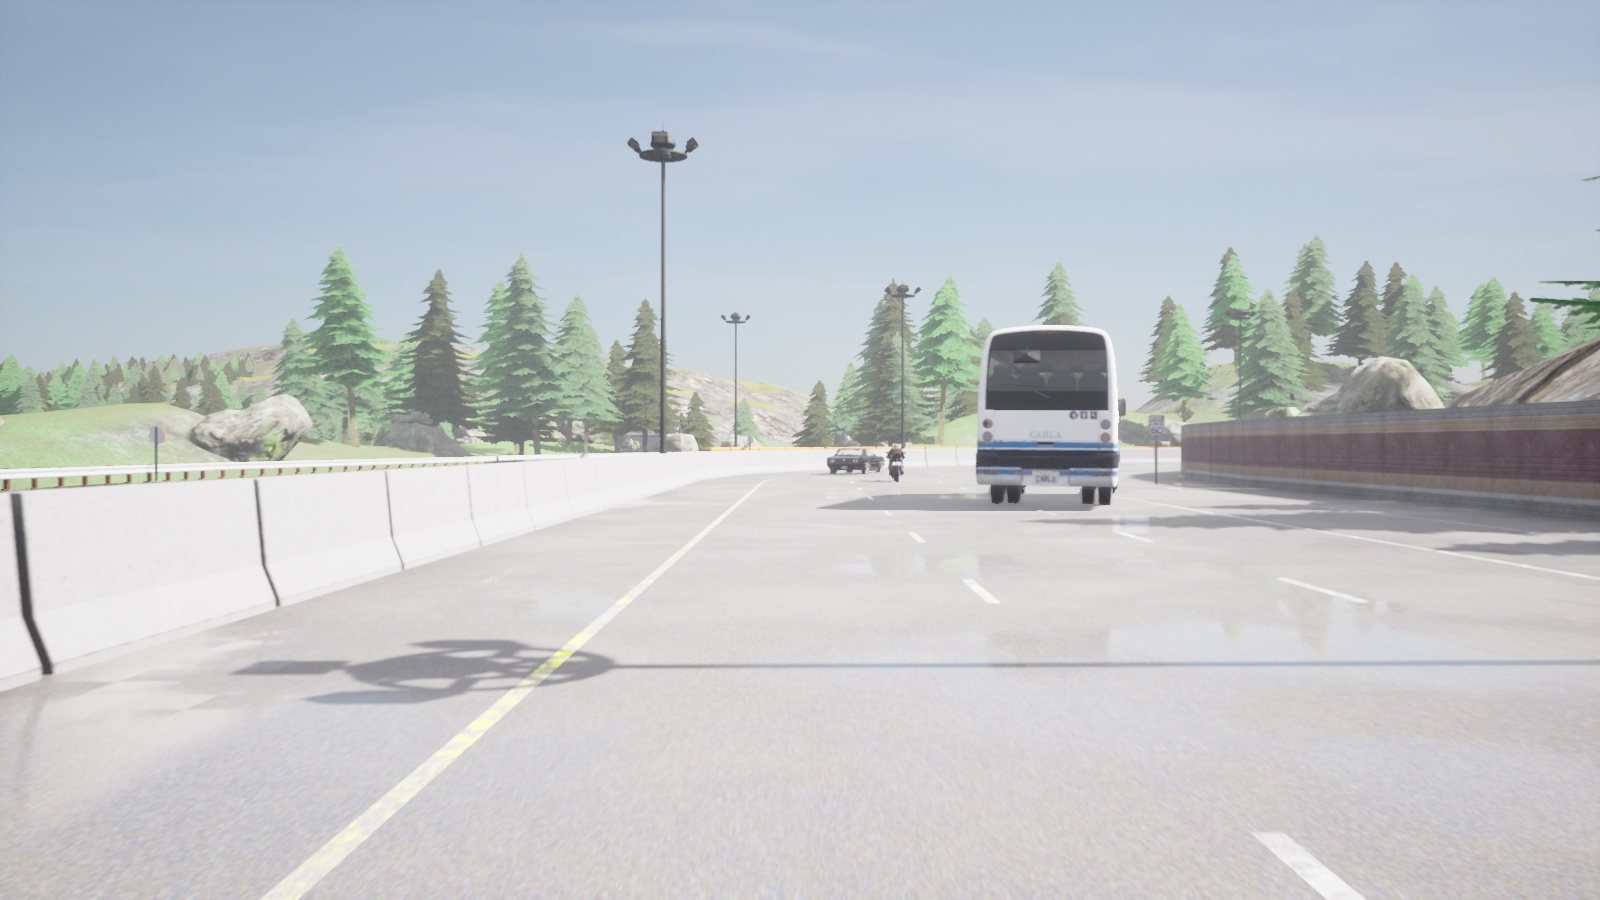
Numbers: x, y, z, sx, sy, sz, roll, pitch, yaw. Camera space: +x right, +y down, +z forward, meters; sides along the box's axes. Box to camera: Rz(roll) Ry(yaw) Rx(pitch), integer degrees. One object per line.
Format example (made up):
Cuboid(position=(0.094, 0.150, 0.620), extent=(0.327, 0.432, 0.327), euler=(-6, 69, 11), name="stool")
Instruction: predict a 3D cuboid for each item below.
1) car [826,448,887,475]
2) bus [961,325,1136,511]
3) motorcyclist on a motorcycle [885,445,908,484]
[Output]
Cuboid(position=(2.925, 0.573, 63.751), extent=(1.895, 1.301, 4.718), euler=(0, 0, 19), name="car")
Cuboid(position=(6.984, -0.772, 34.181), extent=(3.944, 4.253, 10.273), euler=(1, 0, 14), name="bus")
Cuboid(position=(3.881, 0.565, 50.750), extent=(0.866, 1.530, 2.191), euler=(1, 0, 3), name="motorcyclist on a motorcycle")
